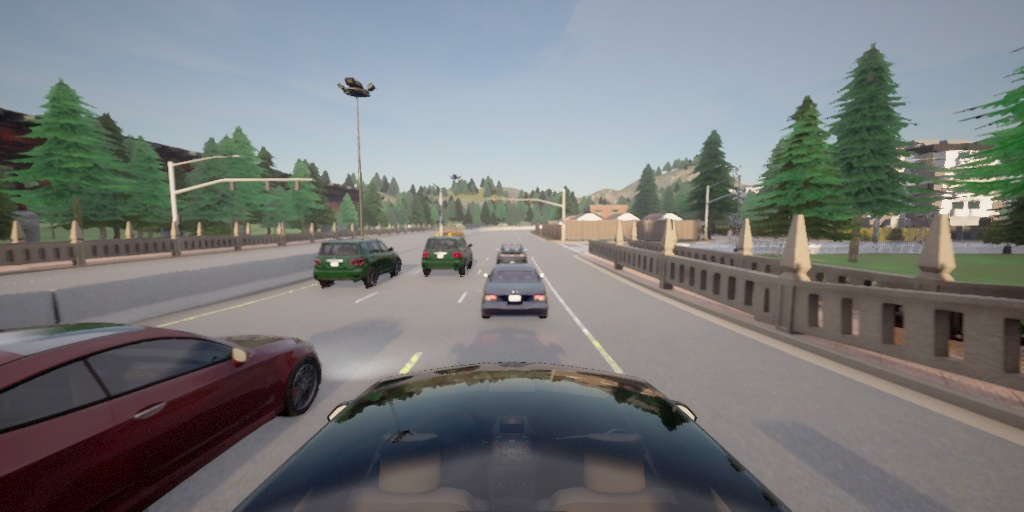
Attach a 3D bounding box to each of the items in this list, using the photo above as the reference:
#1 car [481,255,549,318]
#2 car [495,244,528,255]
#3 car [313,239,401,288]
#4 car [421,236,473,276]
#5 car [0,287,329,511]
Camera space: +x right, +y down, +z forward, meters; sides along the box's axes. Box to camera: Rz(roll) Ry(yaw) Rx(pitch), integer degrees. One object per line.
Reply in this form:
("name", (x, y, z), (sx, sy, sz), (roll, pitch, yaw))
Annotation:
("car", (0.060, 0.917, 11.177), (2.033, 1.411, 5.357), (0, 3, 0))
("car", (-0.013, -0.039, 22.432), (2.128, 1.511, 4.902), (0, 5, 0))
("car", (-6.976, 0.193, 16.732), (2.150, 2.045, 5.566), (0, 5, 0))
("car", (-3.498, -0.108, 20.103), (2.150, 2.045, 5.566), (0, 5, 0))
("car", (-3.404, 1.249, 2.793), (1.812, 1.442, 4.674), (0, 1, 0))
